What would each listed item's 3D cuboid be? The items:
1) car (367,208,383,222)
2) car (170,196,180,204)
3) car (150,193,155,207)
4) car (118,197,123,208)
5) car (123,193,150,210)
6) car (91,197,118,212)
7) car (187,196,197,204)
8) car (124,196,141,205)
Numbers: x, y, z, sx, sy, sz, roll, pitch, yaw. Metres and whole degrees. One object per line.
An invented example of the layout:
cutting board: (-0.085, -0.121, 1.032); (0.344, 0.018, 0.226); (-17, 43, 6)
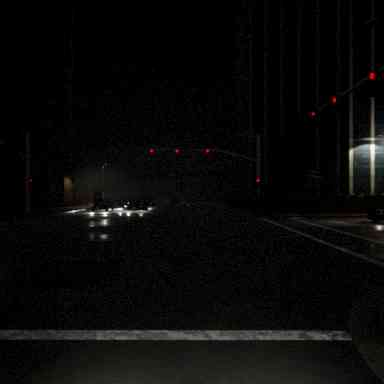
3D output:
car: (15.467, 1.478, 24.278); (5.008, 1.535, 1.882); (0, 0, -1)
car: (-3.427, 1.547, 66.219); (2.033, 1.411, 5.357); (0, 0, -1)
car: (-7.121, 1.221, 52.856); (2.150, 2.045, 5.566); (0, 0, 0)
car: (-10.625, 1.491, 49.116); (2.128, 1.511, 4.902); (0, 0, 0)
car: (-7.126, 1.352, 43.355); (2.097, 1.767, 4.553); (0, 0, 0)
car: (-10.606, 1.526, 39.847); (1.812, 1.442, 4.674); (0, 0, 0)
car: (-0.043, 1.526, 64.911); (1.812, 1.442, 4.674); (0, 0, 0)
car: (-10.591, 1.491, 59.299); (2.128, 1.511, 4.902); (0, 0, 0)
